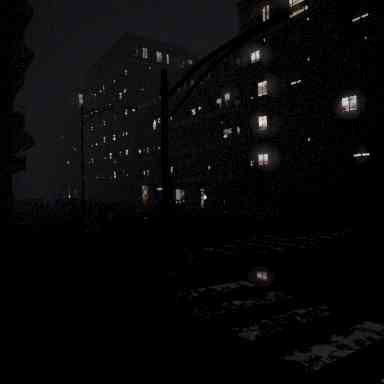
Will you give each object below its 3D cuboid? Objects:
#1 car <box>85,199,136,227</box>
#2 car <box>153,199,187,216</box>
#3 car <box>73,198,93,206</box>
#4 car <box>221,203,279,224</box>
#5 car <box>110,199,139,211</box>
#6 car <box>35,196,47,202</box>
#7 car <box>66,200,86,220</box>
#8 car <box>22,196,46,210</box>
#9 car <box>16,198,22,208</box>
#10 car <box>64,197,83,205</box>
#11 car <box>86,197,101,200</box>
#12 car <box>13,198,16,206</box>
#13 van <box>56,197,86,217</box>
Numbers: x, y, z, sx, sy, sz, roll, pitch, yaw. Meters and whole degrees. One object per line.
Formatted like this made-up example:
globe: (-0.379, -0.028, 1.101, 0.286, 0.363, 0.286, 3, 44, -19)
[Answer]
car: (-5.836, 1.553, 23.947, 1.967, 1.590, 4.097, -1, 1, -36)
car: (-2.240, 1.441, 33.322, 1.967, 1.590, 4.097, -1, 1, -36)
car: (-18.339, 1.643, 55.828, 1.947, 1.339, 4.313, -1, 1, -36)
car: (4.102, 1.498, 24.459, 1.752, 1.417, 4.829, -1, 1, -36)
car: (-8.679, 1.581, 42.325, 2.008, 1.369, 4.403, -1, 1, -36)
car: (-37.659, 1.728, 82.835, 1.887, 1.381, 4.507, -1, 1, -36)
car: (-8.955, 1.652, 28.310, 1.752, 1.417, 4.829, -1, 1, -36)
car: (-21.936, 1.628, 46.451, 1.967, 1.590, 4.097, -1, 1, -36)
car: (-25.154, 1.769, 50.953, 1.947, 1.339, 4.313, -1, 1, -36)
car: (-21.559, 1.645, 60.330, 2.008, 1.369, 4.403, -1, 1, -36)
car: (-15.121, 1.502, 51.326, 1.967, 1.590, 4.097, -1, 1, -36)
car: (-31.594, 1.782, 59.956, 1.887, 1.381, 4.507, -1, 1, -36)
van: (-12.277, 1.483, 32.947, 1.690, 1.788, 3.998, -1, 1, -36)
